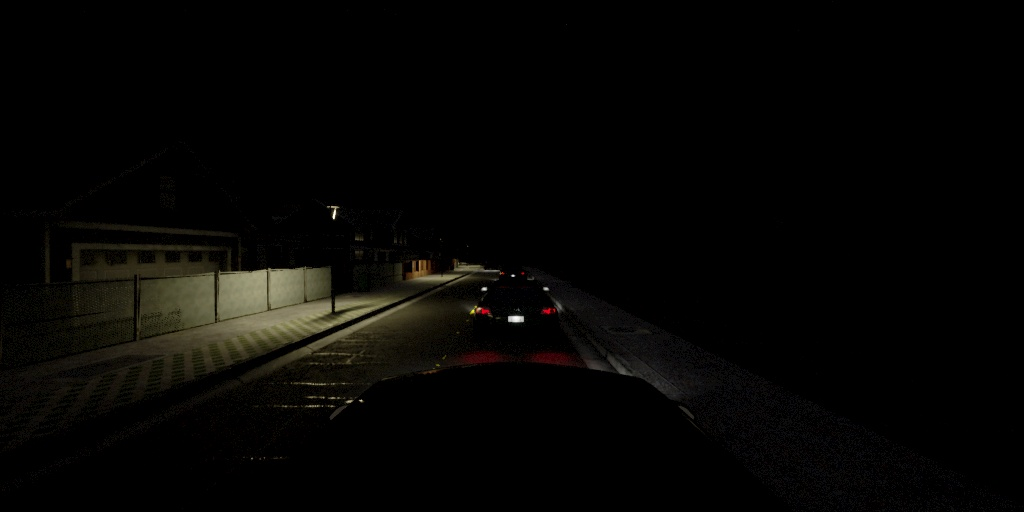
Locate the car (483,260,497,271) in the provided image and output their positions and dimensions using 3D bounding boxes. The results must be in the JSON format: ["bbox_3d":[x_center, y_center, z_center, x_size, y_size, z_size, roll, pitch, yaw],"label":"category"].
[{"bbox_3d":[-2.962,1.287,50.782,2.033,1.411,5.357,0,0,-1],"label":"car"}]

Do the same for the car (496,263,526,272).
[{"bbox_3d":[0.068,1.310,26.288,1.994,1.385,4.181,0,0,0],"label":"car"}]

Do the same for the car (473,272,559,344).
[{"bbox_3d":[0.088,1.313,9.644,1.994,1.385,4.181,0,0,0],"label":"car"}]
